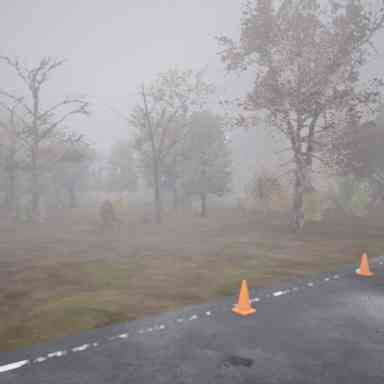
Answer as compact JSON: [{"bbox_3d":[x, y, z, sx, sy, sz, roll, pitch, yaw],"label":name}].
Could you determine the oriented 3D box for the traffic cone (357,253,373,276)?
[{"bbox_3d":[4.893,2.022,9.422,0.340,0.580,0.340,1,0,-39],"label":"traffic cone"}]

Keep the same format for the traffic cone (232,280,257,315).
[{"bbox_3d":[1.006,1.987,6.389,0.340,0.580,0.340,1,0,-37],"label":"traffic cone"}]
